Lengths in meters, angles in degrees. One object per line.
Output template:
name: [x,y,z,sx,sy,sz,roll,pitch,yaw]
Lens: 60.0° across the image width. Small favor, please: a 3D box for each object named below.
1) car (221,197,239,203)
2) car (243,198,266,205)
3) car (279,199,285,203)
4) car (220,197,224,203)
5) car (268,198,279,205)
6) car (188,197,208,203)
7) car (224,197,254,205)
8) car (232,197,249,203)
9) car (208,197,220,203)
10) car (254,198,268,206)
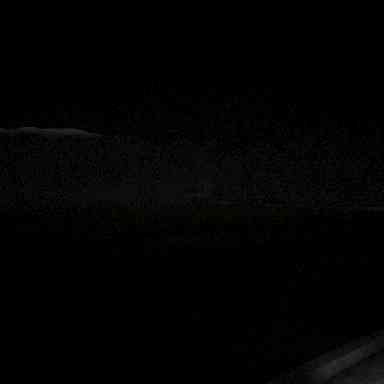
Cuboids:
car: [9.622,1.979,84.463,1.837,1.490,4.892,1,0,-35]
car: [13.641,1.999,72.666,1.837,1.490,4.892,1,0,-35]
car: [19.165,2.160,76.978,1.895,1.301,4.718,1,0,-35]
car: [6.759,1.949,82.449,1.837,1.490,4.892,1,0,-35]
car: [16.533,2.031,74.638,1.837,1.490,4.892,1,0,-35]
car: [1.034,1.885,78.422,1.837,1.490,4.892,1,0,-35]
car: [9.340,1.914,66.624,1.882,1.535,5.008,1,0,-35]
car: [12.484,2.065,86.476,1.994,1.385,4.181,1,0,-35]
car: [3.878,2.014,80.460,1.895,1.301,4.718,1,0,-35]
car: [12.600,1.976,68.068,1.837,1.490,4.892,1,0,-35]
